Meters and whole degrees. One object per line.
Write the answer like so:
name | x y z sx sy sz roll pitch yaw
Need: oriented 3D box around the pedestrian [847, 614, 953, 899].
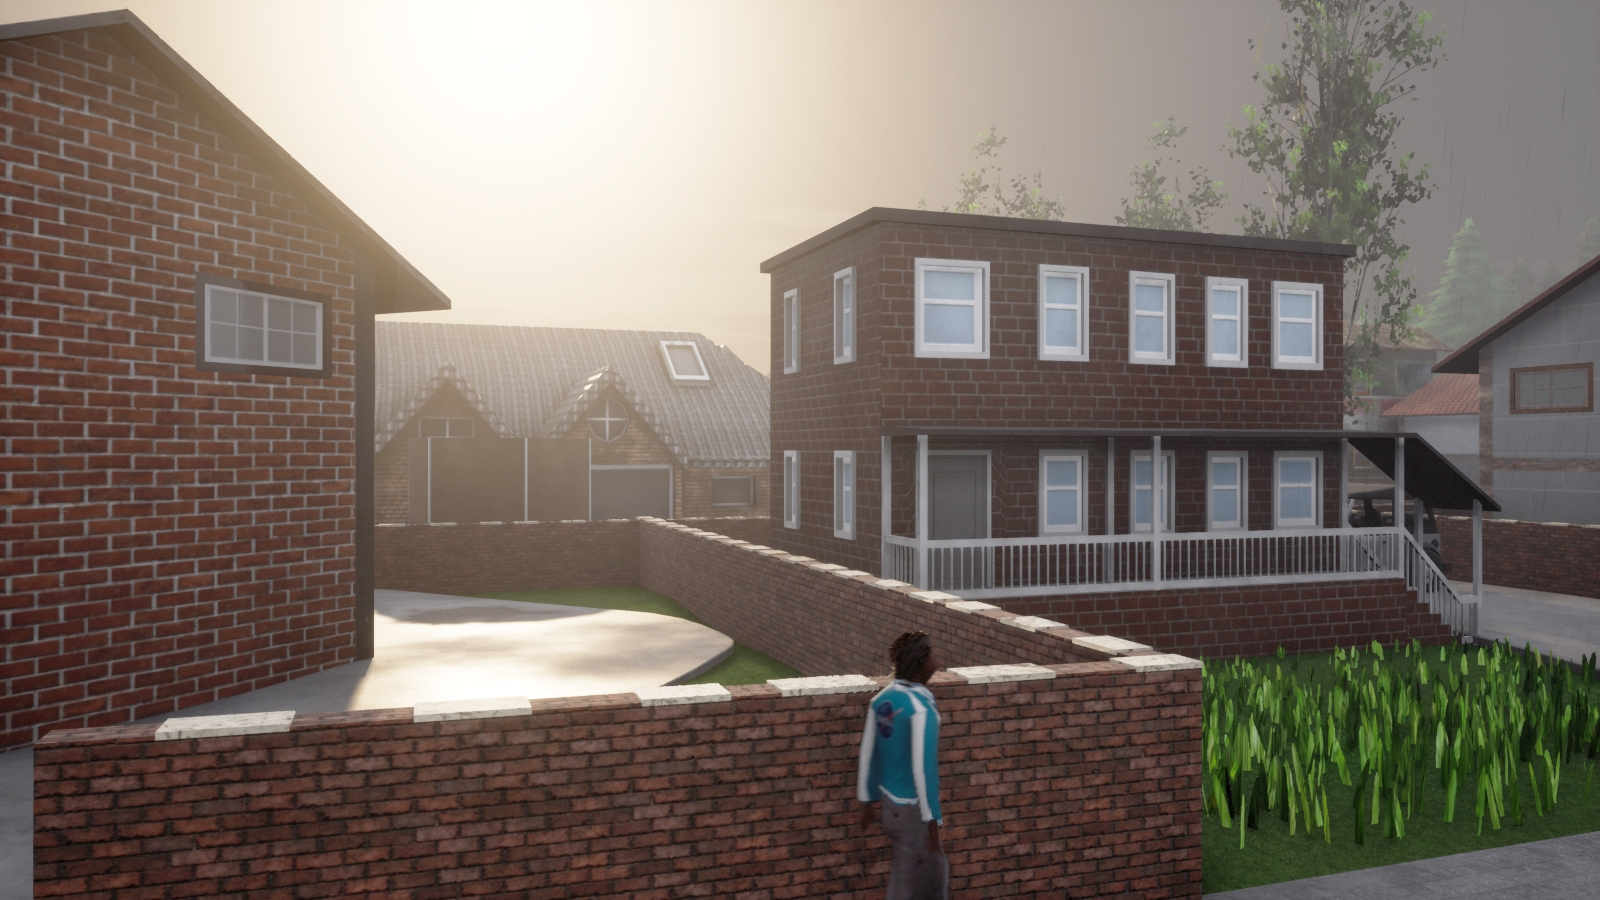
pedestrian | 0.474 1.748 5.468 0.375 1.860 0.375 0 0 -23
